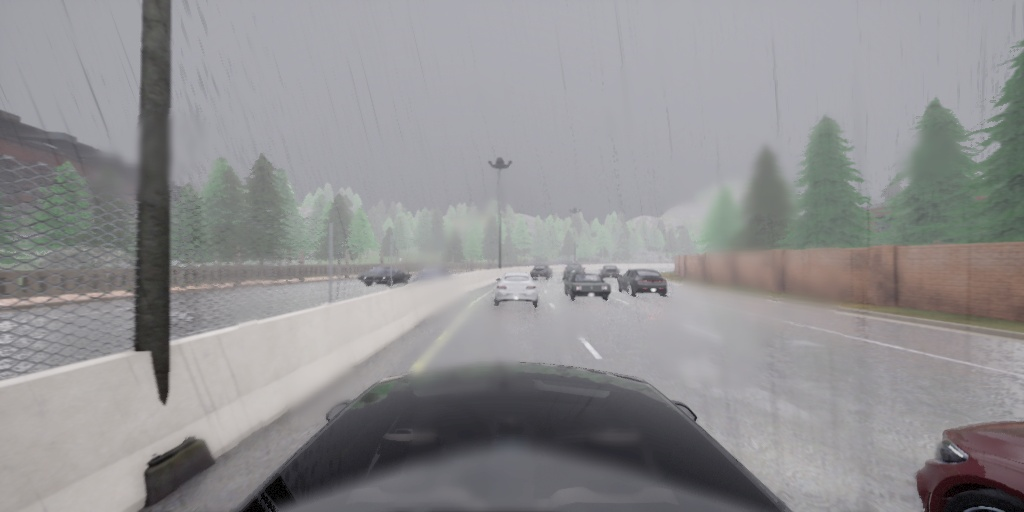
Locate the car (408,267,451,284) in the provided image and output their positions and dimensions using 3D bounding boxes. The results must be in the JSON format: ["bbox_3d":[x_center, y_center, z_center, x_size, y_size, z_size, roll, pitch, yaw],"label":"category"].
[{"bbox_3d":[-6.081,1.607,28.018,1.812,1.442,4.674,0,-1,7],"label":"car"}]

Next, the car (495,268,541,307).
[{"bbox_3d":[0.239,1.467,16.741,1.812,1.442,4.674,0,-1,2],"label":"car"}]

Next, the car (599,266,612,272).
[{"bbox_3d":[10.103,1.711,36.895,1.837,1.490,4.892,0,0,14],"label":"car"}]

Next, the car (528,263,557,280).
[{"bbox_3d":[3.291,1.725,38.493,1.837,1.490,4.892,0,-1,14],"label":"car"}]

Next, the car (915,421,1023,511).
[{"bbox_3d":[3.590,1.261,0.378,1.812,1.442,4.674,0,-1,0],"label":"car"}]

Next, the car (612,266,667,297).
[{"bbox_3d":[7.475,1.507,20.970,1.837,1.490,4.892,0,0,4],"label":"car"}]

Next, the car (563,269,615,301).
[{"bbox_3d":[3.864,1.575,19.148,1.895,1.301,4.718,0,-1,3],"label":"car"}]

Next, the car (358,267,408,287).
[{"bbox_3d":[-9.660,1.680,28.013,1.895,1.301,4.718,0,-1,7],"label":"car"}]

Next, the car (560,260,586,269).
[{"bbox_3d":[6.535,1.555,37.014,2.097,1.767,4.553,0,-1,14],"label":"car"}]
